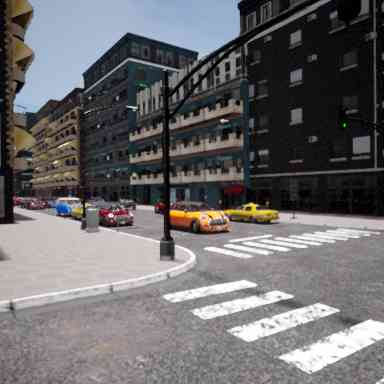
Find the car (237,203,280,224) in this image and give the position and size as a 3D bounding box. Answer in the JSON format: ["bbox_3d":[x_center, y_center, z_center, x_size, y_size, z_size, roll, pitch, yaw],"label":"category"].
[{"bbox_3d":[4.152,1.487,24.463,1.752,1.417,4.829,-1,1,-35],"label":"car"}]

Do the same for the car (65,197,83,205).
[{"bbox_3d":[-21.457,1.634,60.371,2.008,1.369,4.403,-1,1,-35],"label":"car"}]

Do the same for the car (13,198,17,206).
[{"bbox_3d":[-31.492,1.776,60.012,1.887,1.381,4.507,-1,1,-35],"label":"car"}]

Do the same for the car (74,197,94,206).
[{"bbox_3d":[-18.243,1.632,55.865,1.947,1.339,4.313,-1,1,-35],"label":"car"}]

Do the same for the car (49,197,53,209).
[{"bbox_3d":[-20.440,1.525,49.143,2.097,1.767,4.553,-1,0,-35],"label":"car"}]

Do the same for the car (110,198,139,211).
[{"bbox_3d":[-8.603,1.570,42.348,2.008,1.369,4.403,-1,1,-35],"label":"car"}]

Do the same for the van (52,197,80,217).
[{"bbox_3d":[-12.215,1.477,32.975,1.690,1.788,3.998,-1,1,-35],"label":"van"}]

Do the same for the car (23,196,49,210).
[{"bbox_3d":[-21.854,1.622,46.494,1.967,1.590,4.097,-1,1,-35],"label":"car"}]

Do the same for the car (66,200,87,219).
[{"bbox_3d":[-8.900,1.646,28.333,1.752,1.417,4.829,-1,1,-35],"label":"car"}]

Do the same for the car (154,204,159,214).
[{"bbox_3d":[-2.178,1.430,33.335,1.967,1.590,4.097,-1,1,-35],"label":"car"}]

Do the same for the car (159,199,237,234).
[{"bbox_3d":[0.203,1.401,20.022,2.097,1.767,4.553,-1,0,-35],"label":"car"}]

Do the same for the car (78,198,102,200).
[{"bbox_3d":[-9.357,1.639,33.436,2.033,1.411,5.357,-1,0,-35],"label":"car"}]

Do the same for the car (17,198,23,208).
[{"bbox_3d":[-25.065,1.764,51.000,1.947,1.339,4.313,-1,1,-35],"label":"car"}]

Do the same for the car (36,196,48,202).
[{"bbox_3d":[-37.524,1.716,82.900,1.887,1.381,4.507,-1,1,-35],"label":"car"}]

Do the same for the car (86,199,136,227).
[{"bbox_3d":[-5.787,1.547,23.965,1.967,1.590,4.097,-1,1,-35],"label":"car"}]
